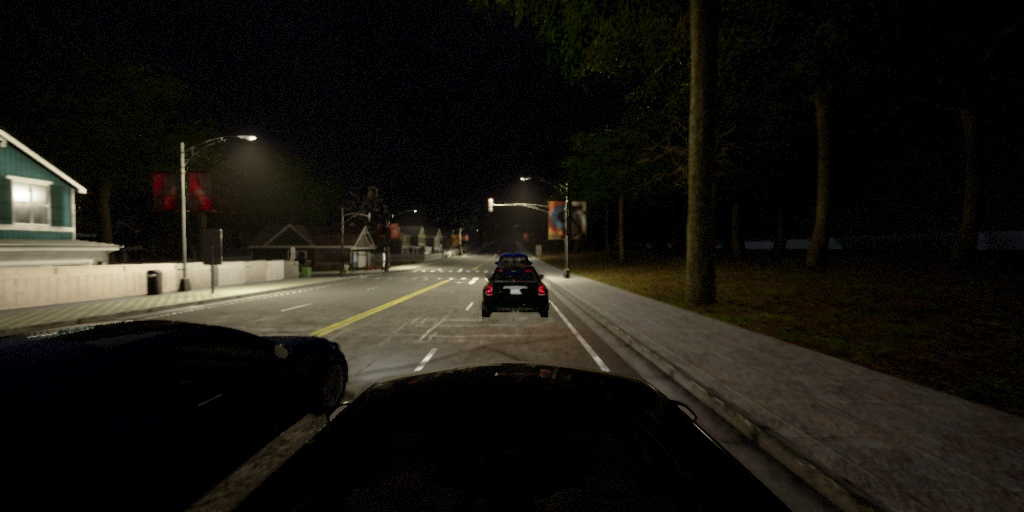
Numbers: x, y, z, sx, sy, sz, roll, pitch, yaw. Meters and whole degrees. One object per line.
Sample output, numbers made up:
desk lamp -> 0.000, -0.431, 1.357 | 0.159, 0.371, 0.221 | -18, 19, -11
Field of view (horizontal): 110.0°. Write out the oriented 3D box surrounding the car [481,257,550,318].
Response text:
car -> 0.099, 1.045, 12.789 | 2.097, 1.767, 4.553 | 0, 1, 0

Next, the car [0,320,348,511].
car -> -3.150, 1.268, 2.989 | 1.812, 1.442, 4.674 | 0, 0, 0

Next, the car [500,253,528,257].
car -> 0.098, 0.866, 21.752 | 2.150, 2.045, 5.566 | 0, 0, 0
